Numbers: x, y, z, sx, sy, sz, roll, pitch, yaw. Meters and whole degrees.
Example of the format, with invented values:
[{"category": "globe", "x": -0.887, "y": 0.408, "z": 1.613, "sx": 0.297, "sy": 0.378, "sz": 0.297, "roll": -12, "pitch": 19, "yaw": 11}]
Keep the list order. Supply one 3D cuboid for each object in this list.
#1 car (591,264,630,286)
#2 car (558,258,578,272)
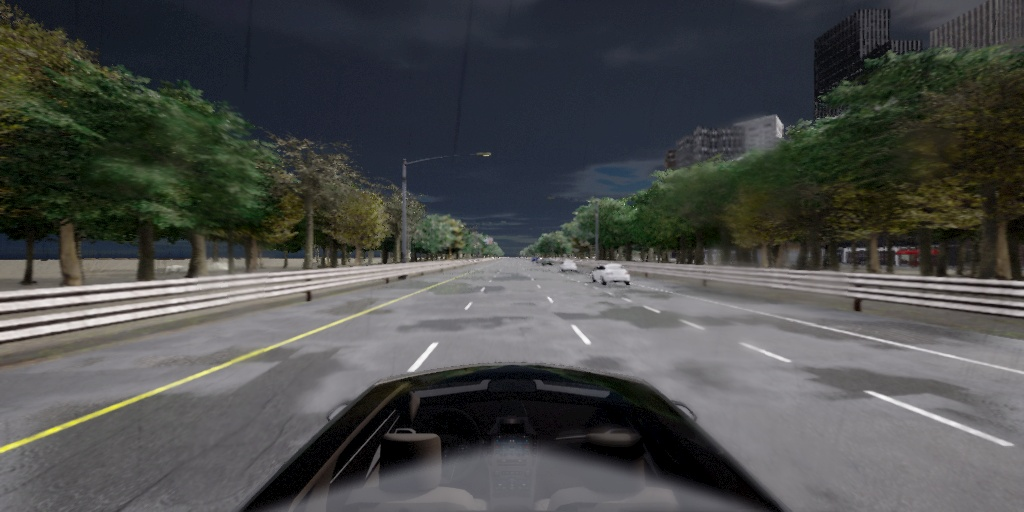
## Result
[{"category": "car", "x": 7.020, "y": 1.297, "z": 25.717, "sx": 1.812, "sy": 1.442, "sz": 4.674, "roll": 0, "pitch": 0, "yaw": 0}, {"category": "car", "x": 7.080, "y": 1.318, "z": 45.635, "sx": 1.812, "sy": 1.442, "sz": 4.674, "roll": 0, "pitch": 0, "yaw": 0}]
